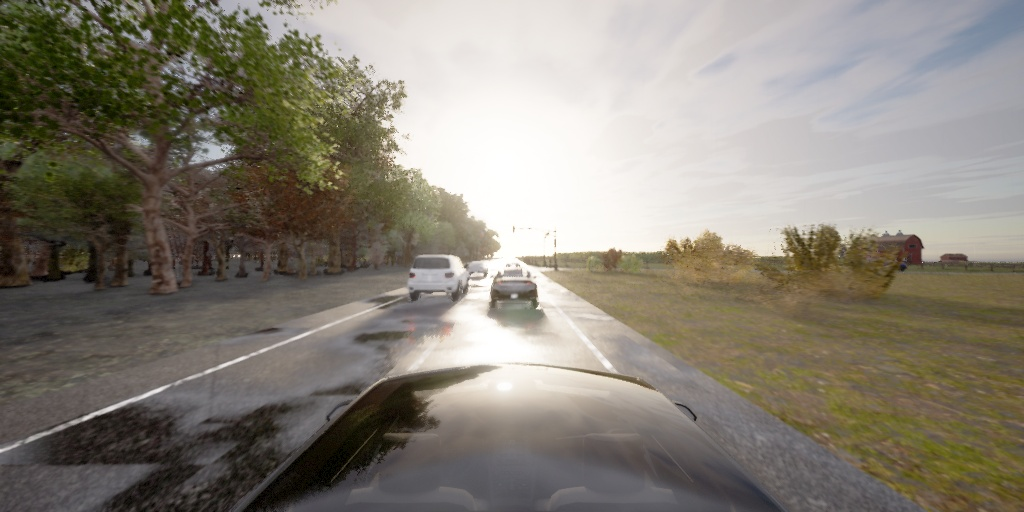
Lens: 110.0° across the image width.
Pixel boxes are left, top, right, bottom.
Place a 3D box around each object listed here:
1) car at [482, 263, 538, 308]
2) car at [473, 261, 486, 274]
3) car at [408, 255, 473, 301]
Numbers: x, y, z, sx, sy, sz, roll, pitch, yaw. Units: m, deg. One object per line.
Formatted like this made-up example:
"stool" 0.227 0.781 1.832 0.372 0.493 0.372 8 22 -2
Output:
"car" 0.086 1.238 15.328 2.128 1.511 4.902 0 0 0
"car" -3.407 1.260 35.890 1.812 1.442 4.674 0 0 0
"car" -3.407 0.967 17.547 2.150 2.045 5.566 0 0 0
